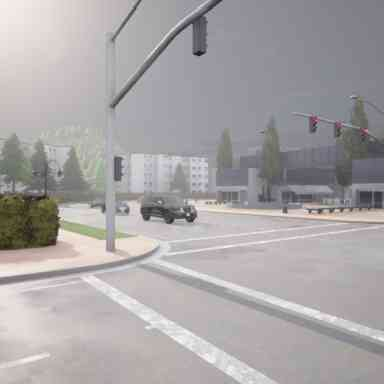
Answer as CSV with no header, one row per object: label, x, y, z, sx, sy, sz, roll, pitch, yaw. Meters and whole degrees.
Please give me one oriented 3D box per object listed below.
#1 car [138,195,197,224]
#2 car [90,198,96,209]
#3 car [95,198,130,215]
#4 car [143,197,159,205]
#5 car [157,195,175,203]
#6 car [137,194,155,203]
car,-1.928,1.221,25.347,2.150,2.045,5.566,0,0,-37
car,-12.923,1.564,45.885,1.994,1.385,4.181,0,0,-14
car,-7.869,1.491,33.904,2.128,1.511,4.902,0,0,-31
car,-7.228,1.547,59.070,2.033,1.411,5.357,0,0,3
car,-5.314,1.477,69.534,1.882,1.535,5.008,0,0,20
car,-9.329,1.352,68.065,2.097,1.767,4.553,0,0,15
